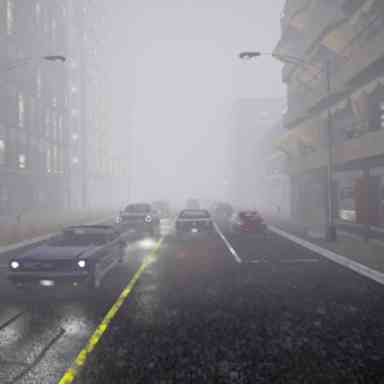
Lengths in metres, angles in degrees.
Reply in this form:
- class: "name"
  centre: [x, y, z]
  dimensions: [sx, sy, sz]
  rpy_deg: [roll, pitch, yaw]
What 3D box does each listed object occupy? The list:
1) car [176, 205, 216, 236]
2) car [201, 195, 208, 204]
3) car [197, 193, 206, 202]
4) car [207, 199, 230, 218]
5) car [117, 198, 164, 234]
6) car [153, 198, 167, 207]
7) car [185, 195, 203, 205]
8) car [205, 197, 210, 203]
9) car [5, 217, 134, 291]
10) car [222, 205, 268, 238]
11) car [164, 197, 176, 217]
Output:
- class: "car"
  centre: [0.122, 1.614, 18.680]
  dimensions: [1.895, 1.301, 4.718]
  rpy_deg: [-1, 0, 0]
- class: "car"
  centre: [2.805, 1.687, 63.870]
  dimensions: [1.802, 1.307, 4.206]
  rpy_deg: [-1, 0, 0]
- class: "car"
  centre: [2.549, 1.420, 87.206]
  dimensions: [2.150, 2.045, 5.566]
  rpy_deg: [-1, 0, 0]
- class: "car"
  centre: [2.735, 1.551, 29.979]
  dimensions: [2.008, 1.369, 4.403]
  rpy_deg: [-1, 0, 0]
- class: "car"
  centre: [-3.076, 1.423, 19.422]
  dimensions: [2.097, 1.767, 4.553]
  rpy_deg: [-1, 0, 0]
- class: "car"
  centre: [-5.586, 1.784, 58.238]
  dimensions: [2.008, 1.369, 4.403]
  rpy_deg: [-1, 0, 0]
- class: "car"
  centre: [0.117, 1.565, 43.928]
  dimensions: [1.882, 1.535, 5.008]
  rpy_deg: [-1, 0, 1]
- class: "car"
  centre: [2.747, 1.568, 35.627]
  dimensions: [2.008, 1.369, 4.403]
  rpy_deg: [-1, 0, 0]
- class: "car"
  centre: [-3.097, 1.644, 9.318]
  dimensions: [1.895, 1.301, 4.718]
  rpy_deg: [-1, 0, 0]
- class: "car"
  centre: [2.759, 1.544, 17.061]
  dimensions: [1.802, 1.307, 4.206]
  rpy_deg: [-1, 0, 0]
- class: "car"
  centre: [-3.039, 1.597, 32.333]
  dimensions: [2.128, 1.511, 4.902]
  rpy_deg: [-1, 0, 0]
